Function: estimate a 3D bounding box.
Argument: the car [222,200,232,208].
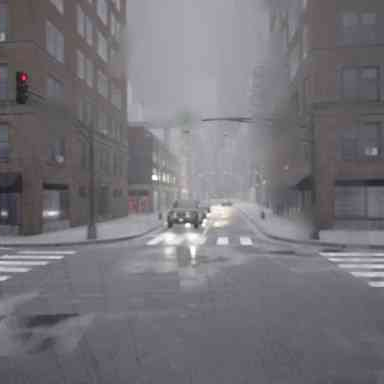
[{"bbox_3d":[6.754,2.211,64.778,2.128,1.511,4.902,-1,-1,6],"label":"car"}]

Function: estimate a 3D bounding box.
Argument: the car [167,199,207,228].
[{"bbox_3d":[-0.375,1.542,25.044,2.150,2.045,5.566,-1,-1,8],"label":"car"}]

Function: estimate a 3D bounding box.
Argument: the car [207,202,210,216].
[{"bbox_3d":[0.563,1.955,34.668,1.812,1.442,4.674,-1,-1,6],"label":"car"}]
